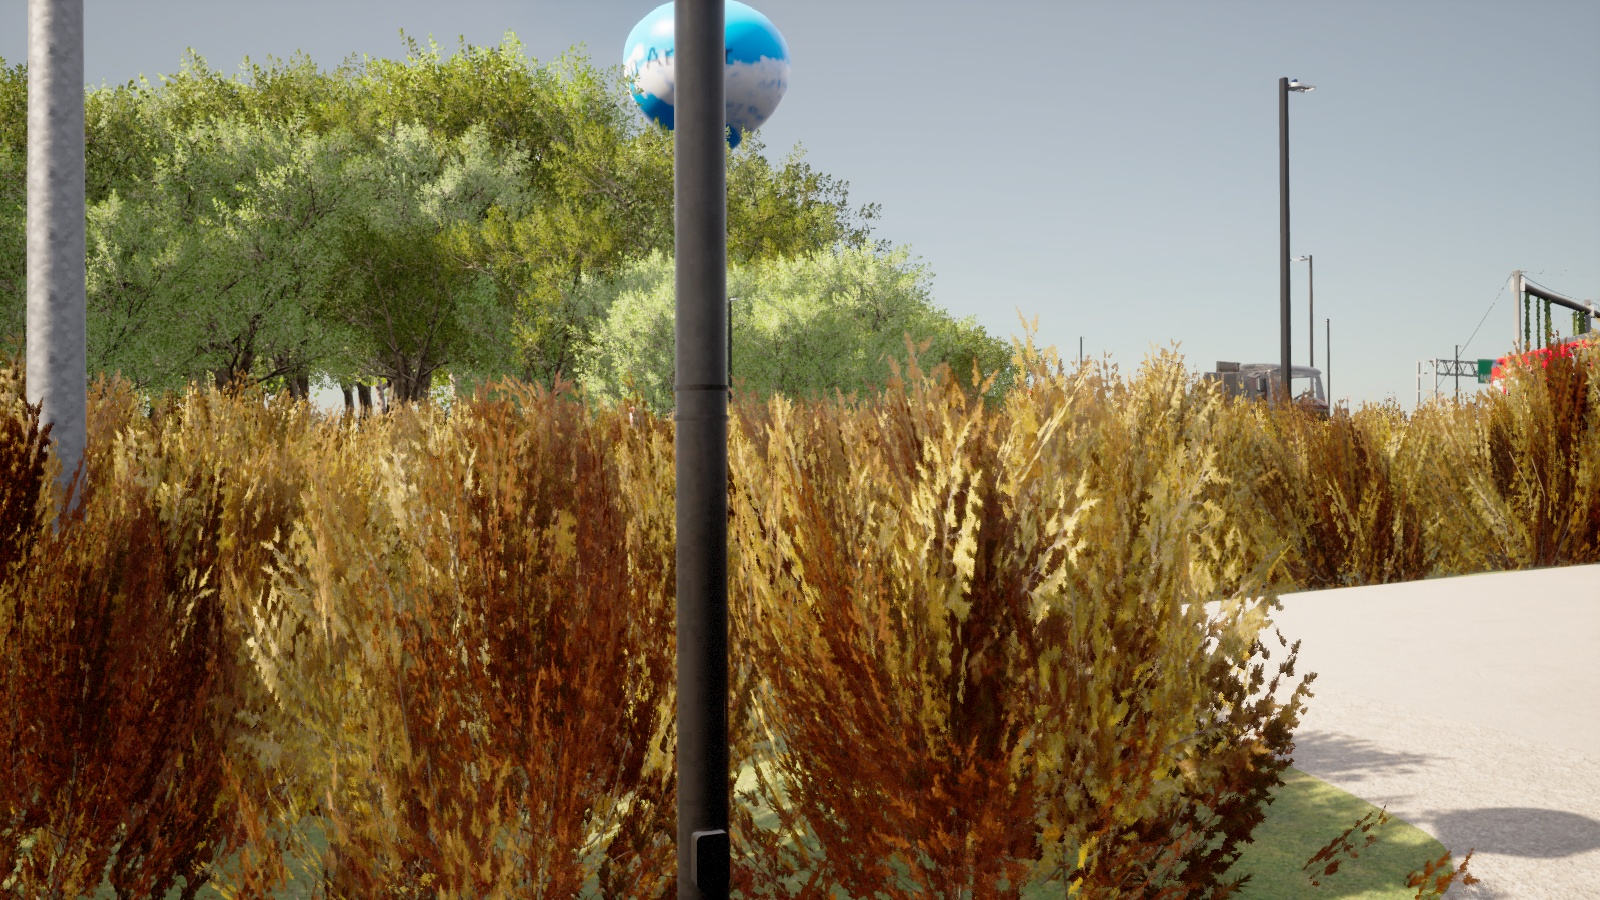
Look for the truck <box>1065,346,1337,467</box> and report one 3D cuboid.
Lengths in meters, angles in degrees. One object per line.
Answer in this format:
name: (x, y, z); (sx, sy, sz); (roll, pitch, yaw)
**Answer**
truck: (12.520, -1.217, 39.986); (2.891, 3.462, 7.936); (-1, 0, -38)
